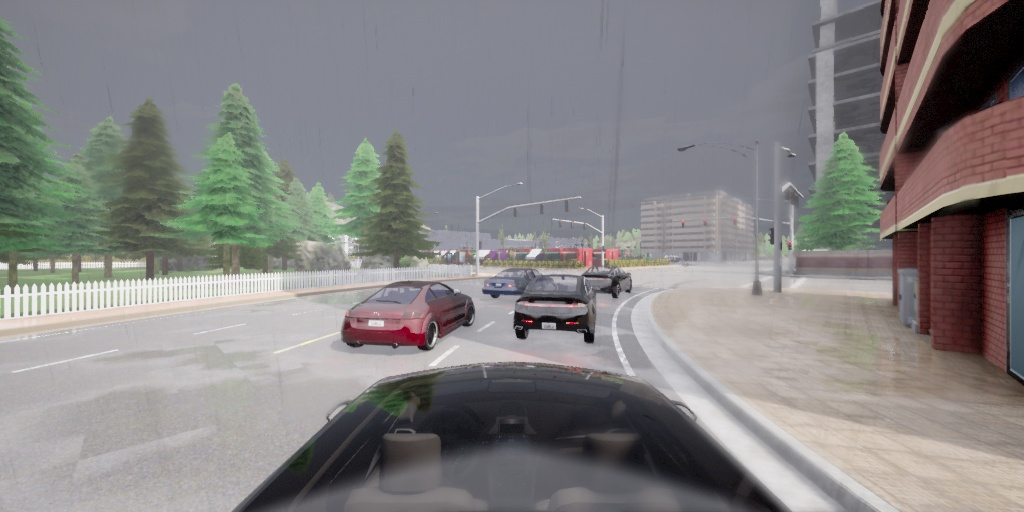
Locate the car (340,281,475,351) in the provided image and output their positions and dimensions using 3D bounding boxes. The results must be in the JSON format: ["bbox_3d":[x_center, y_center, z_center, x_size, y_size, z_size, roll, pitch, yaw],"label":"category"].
[{"bbox_3d":[-2.356,1.314,9.140,1.994,1.385,4.181,0,0,10],"label":"car"}]

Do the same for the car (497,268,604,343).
[{"bbox_3d":[1.355,1.242,9.807,2.128,1.511,4.902,0,0,14],"label":"car"}]

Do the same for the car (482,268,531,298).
[{"bbox_3d":[0.483,1.297,17.855,2.033,1.411,5.357,0,0,25],"label":"car"}]

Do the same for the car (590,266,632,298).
[{"bbox_3d":[4.856,1.236,18.364,2.128,1.511,4.902,1,1,29],"label":"car"}]
